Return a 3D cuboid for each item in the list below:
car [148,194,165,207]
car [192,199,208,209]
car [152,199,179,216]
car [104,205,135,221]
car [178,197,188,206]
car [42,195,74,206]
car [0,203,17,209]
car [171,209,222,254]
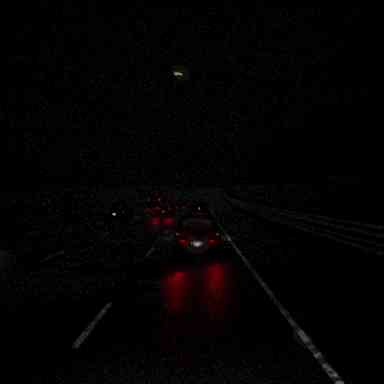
[{"bbox_3d":[-5.601,1.353,53.082,2.150,2.045,5.566,0,0,3],"label":"car"},{"bbox_3d":[0.980,1.727,42.924,1.837,1.490,4.892,0,1,2],"label":"car"},{"bbox_3d":[-2.784,1.778,35.618,1.812,1.442,4.674,0,0,2],"label":"car"},{"bbox_3d":[-6.457,1.814,29.809,1.994,1.385,4.181,0,0,2],"label":"car"},{"bbox_3d":[-1.804,1.603,58.815,1.812,1.442,4.674,0,0,3],"label":"car"},{"bbox_3d":[-16.699,1.462,41.769,2.150,2.045,5.566,0,0,2],"label":"car"},{"bbox_3d":[-20.459,1.821,35.612,1.994,1.385,4.181,0,0,2],"label":"car"},{"bbox_3d":[0.222,1.660,14.017,1.812,1.442,4.674,0,0,1],"label":"car"}]
